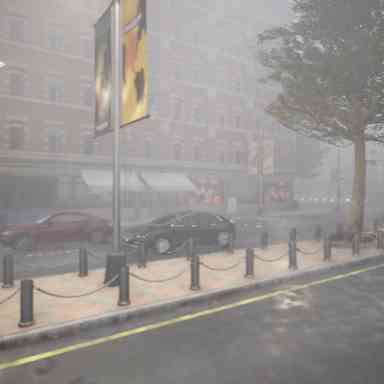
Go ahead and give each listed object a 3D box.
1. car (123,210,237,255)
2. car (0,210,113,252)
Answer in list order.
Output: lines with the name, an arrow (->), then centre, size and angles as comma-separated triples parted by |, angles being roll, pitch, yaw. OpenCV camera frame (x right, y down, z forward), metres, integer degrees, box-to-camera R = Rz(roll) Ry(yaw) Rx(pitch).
car -> -0.373, 1.503, 13.446 | 4.892, 1.490, 1.837 | 1, 0, -35
car -> -5.598, 1.523, 14.064 | 4.674, 1.442, 1.812 | 0, 0, -35
